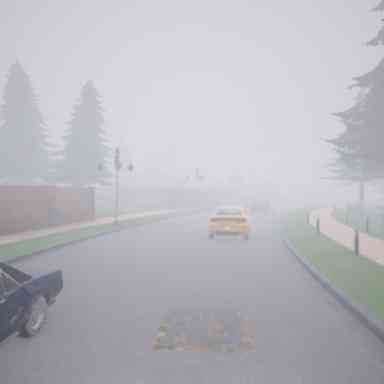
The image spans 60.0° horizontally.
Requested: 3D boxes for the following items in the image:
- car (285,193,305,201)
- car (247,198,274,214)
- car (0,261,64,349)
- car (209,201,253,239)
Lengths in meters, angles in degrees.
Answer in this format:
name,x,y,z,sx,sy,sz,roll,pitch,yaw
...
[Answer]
name,x,y,z,sx,sy,sz,roll,pitch,yaw
car,24.938,1.221,82.132,3.866,1.878,1.905,0,0,41
car,7.567,1.607,35.672,1.895,1.301,4.718,0,0,23
car,-3.375,1.585,3.858,1.895,1.301,4.718,0,0,3
car,2.068,1.474,17.498,1.882,1.535,5.008,0,0,11
